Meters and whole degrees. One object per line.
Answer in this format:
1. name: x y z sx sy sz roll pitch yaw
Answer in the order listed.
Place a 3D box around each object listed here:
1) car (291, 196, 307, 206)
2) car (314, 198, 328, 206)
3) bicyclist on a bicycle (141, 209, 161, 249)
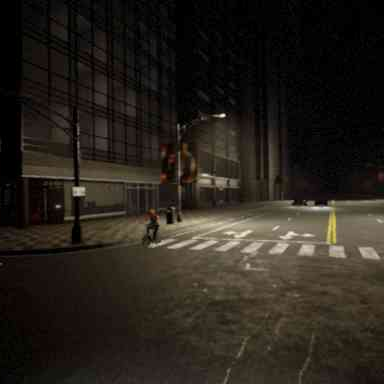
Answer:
1. car: 17.234 1.360 53.355 2.097 1.767 4.553 -1 0 23
2. car: 20.206 1.554 52.030 1.895 1.301 4.718 -1 0 23
3. bicyclist on a bicycle: -1.726 1.538 14.234 0.866 1.612 1.509 -1 0 23
